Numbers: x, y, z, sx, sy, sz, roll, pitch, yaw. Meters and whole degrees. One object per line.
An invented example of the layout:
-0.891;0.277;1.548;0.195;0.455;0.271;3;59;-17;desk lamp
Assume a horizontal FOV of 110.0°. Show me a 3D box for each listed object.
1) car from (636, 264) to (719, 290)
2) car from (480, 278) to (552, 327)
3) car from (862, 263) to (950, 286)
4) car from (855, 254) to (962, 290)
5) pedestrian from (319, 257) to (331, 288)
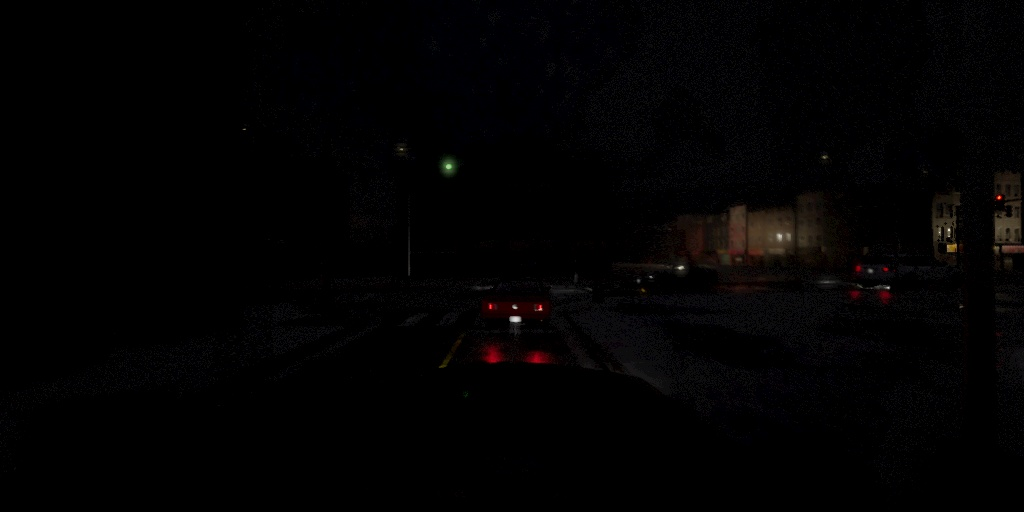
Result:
10.091;1.229;21.954;4.902;1.511;2.128;0;0;-8;car
0.321;1.356;11.542;1.895;1.301;4.718;0;0;6;car
27.074;1.222;24.708;4.674;1.442;1.812;0;0;-9;car
23.412;0.910;21.186;5.566;2.045;2.150;0;0;-9;car
-11.205;0.955;21.437;0.375;1.860;0.375;0;0;-9;pedestrian
